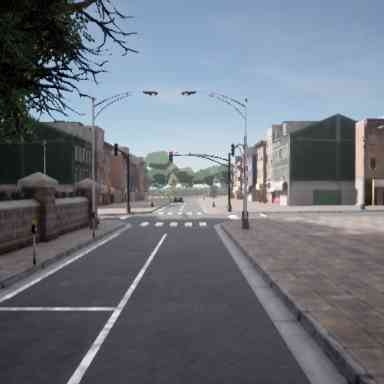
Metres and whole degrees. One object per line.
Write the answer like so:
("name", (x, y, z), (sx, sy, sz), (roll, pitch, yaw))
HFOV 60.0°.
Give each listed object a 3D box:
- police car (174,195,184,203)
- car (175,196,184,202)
("police car", (-3.009, 1.525, 74.776), (1.930, 1.638, 5.238), (0, 0, 0))
("car", (-3.020, 1.624, 81.666), (1.837, 1.490, 4.892), (0, 0, 0))
